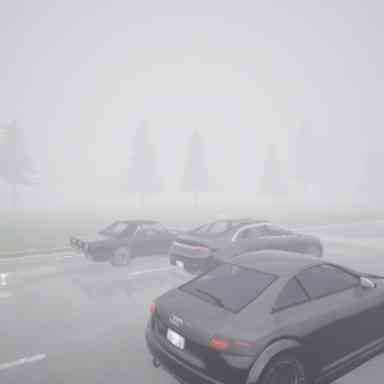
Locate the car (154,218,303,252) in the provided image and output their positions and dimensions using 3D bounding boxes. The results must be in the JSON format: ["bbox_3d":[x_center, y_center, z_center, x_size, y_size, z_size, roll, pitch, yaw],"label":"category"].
[{"bbox_3d":[1.692,1.488,9.250,4.902,1.511,2.128,0,0,-35],"label":"car"}]

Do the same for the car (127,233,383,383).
[{"bbox_3d":[1.455,1.562,4.782,4.181,1.385,1.994,0,0,-35],"label":"car"}]

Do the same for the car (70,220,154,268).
[{"bbox_3d":[-1.481,1.598,11.286,4.718,1.301,1.895,0,0,-35],"label":"car"}]
